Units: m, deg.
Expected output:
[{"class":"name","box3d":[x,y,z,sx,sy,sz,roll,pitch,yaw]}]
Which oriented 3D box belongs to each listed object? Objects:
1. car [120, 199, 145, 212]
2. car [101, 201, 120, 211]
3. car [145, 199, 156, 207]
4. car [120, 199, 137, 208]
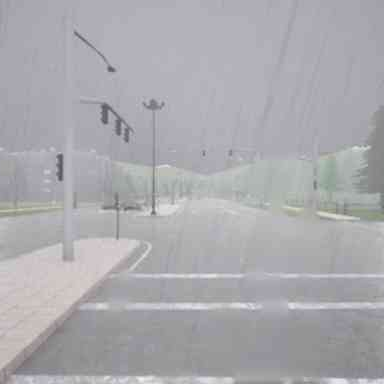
[{"class":"car","box3d":[-8.086,1.954,45.641,1.994,1.385,4.181,0,0,0]},{"class":"car","box3d":[-11.471,1.970,47.500,1.994,1.385,4.181,0,-1,1]},{"class":"car","box3d":[-7.991,2.072,63.174,2.128,1.511,4.902,0,0,0]},{"class":"car","box3d":[-11.514,2.065,60.574,2.033,1.411,5.357,0,-1,0]}]
